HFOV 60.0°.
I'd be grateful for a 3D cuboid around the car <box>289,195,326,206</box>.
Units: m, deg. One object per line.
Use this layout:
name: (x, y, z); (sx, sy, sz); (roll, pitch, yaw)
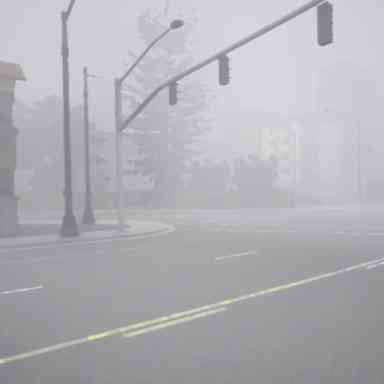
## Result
car: (13.780, 0.976, 40.697); (1.895, 1.301, 4.718); (-2, 1, -35)
